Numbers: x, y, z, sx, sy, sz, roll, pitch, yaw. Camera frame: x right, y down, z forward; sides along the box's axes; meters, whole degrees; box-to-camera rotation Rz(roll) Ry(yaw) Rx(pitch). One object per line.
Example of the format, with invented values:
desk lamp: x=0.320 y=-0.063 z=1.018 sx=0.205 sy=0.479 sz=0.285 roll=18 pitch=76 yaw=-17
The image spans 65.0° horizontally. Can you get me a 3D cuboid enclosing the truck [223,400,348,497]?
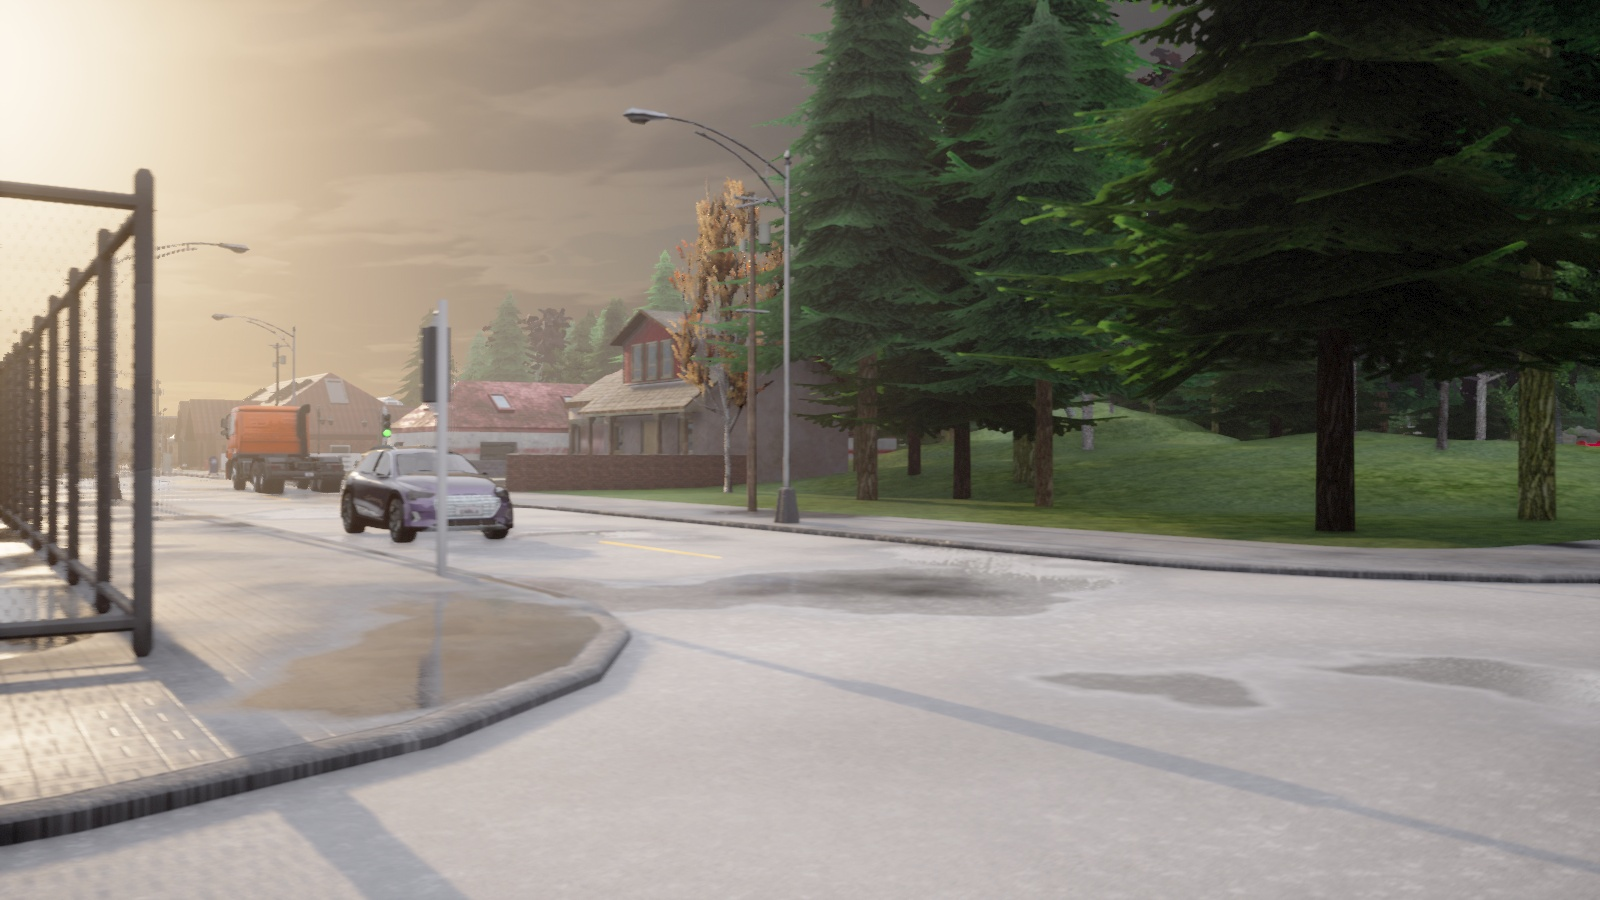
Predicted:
truck: x=-20.122 y=-0.052 z=48.807 sx=2.891 sy=3.462 sz=7.936 roll=0 pitch=0 yaw=-35

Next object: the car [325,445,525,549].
car: x=-6.841 y=0.755 z=22.509 sx=2.033 sy=1.649 sz=4.856 roll=0 pitch=0 yaw=-35

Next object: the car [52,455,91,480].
car: x=-46.043 y=1.090 z=79.343 sx=1.845 sy=1.501 sz=3.633 roll=0 pitch=0 yaw=-35
